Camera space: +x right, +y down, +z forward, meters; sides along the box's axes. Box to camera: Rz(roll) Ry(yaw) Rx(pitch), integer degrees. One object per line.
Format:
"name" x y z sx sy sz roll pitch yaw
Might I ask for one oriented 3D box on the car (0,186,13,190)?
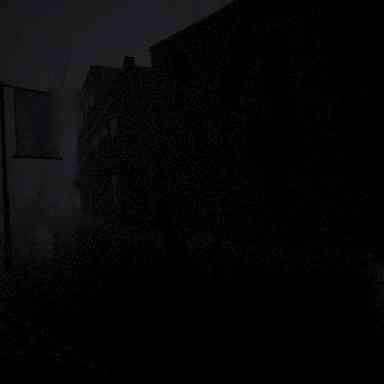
"car" -46.773 -0.706 80.735 2.231 1.521 4.892 -4 -3 6
